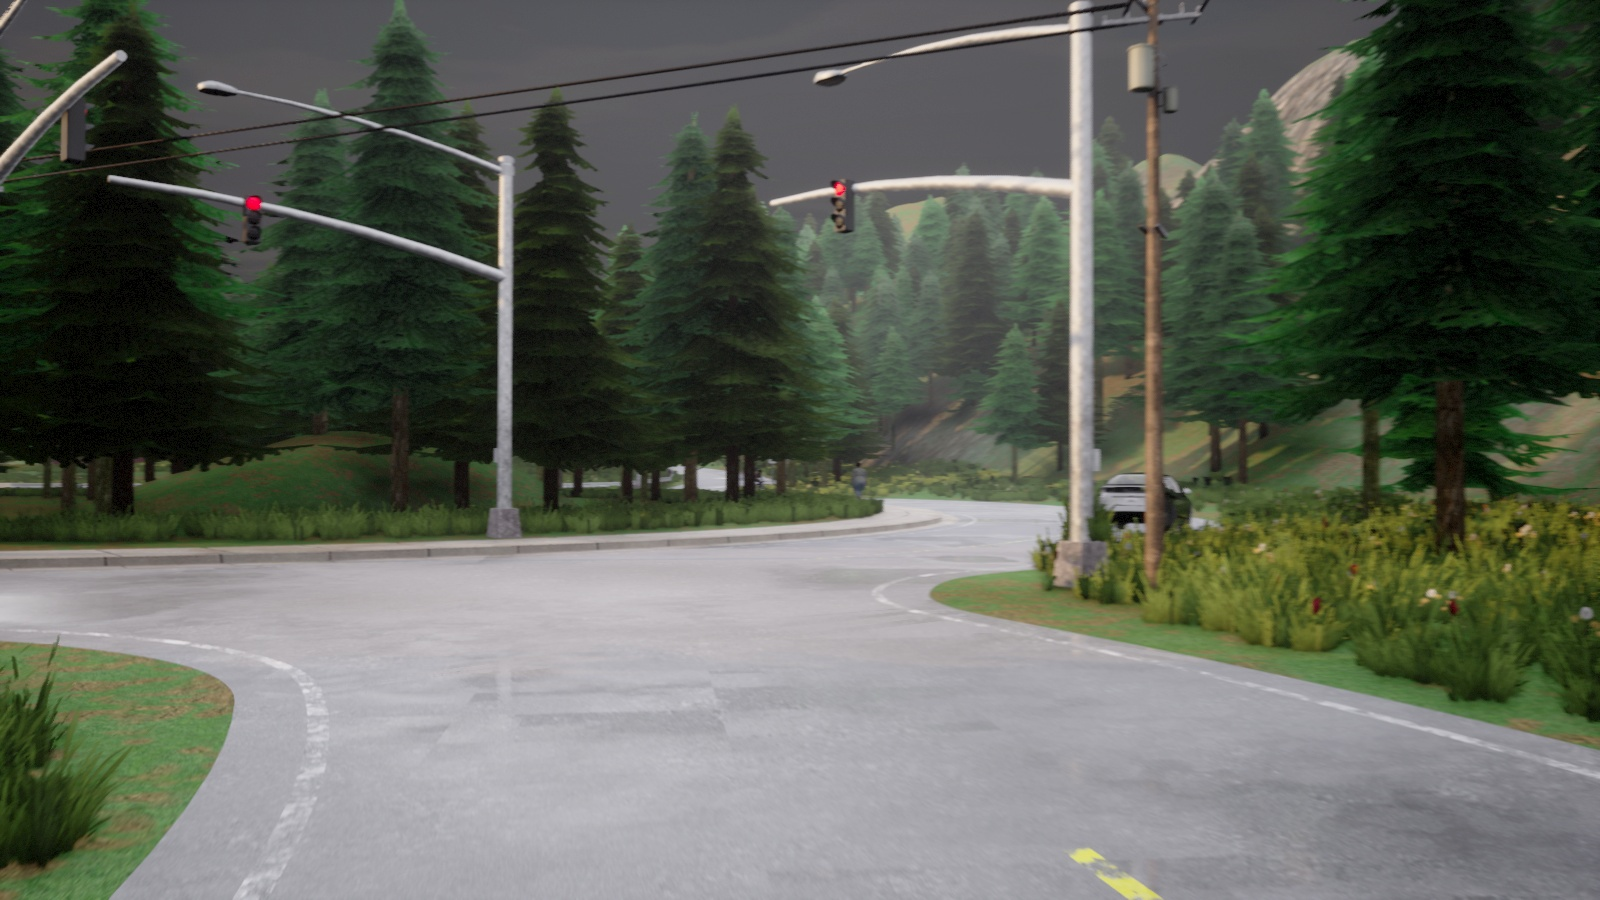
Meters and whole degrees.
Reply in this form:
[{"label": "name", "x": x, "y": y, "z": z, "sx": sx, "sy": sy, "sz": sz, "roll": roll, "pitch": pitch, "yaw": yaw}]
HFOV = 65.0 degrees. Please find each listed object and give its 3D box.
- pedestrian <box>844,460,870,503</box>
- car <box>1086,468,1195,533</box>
[{"label": "pedestrian", "x": 2.462, "y": 1.347, "z": 54.095, "sx": 0.874, "sy": 1.855, "sz": 0.900, "roll": 0, "pitch": -1, "yaw": -14}, {"label": "car", "x": 8.713, "y": 1.221, "z": 31.869, "sx": 2.007, "sy": 1.525, "sz": 4.514, "roll": -1, "pitch": -1, "yaw": 24}]
